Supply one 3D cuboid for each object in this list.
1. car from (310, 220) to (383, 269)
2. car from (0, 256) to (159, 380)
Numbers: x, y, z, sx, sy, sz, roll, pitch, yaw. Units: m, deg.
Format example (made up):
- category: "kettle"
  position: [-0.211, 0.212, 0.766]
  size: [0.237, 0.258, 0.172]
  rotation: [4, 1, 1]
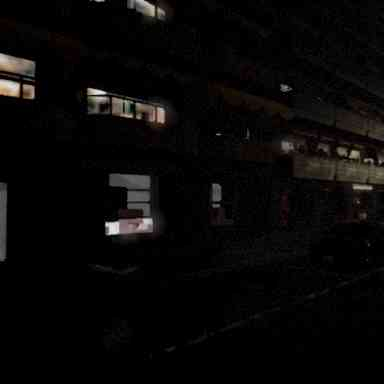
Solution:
- category: "car"
  position: [5.915, 1.698, 11.787]
  size: [4.313, 1.339, 1.947]
  rotation: [0, 0, -40]
- category: "car"
  position: [-2.588, 1.675, 4.591]
  size: [4.507, 1.381, 1.887]
  rotation: [0, 0, -40]
